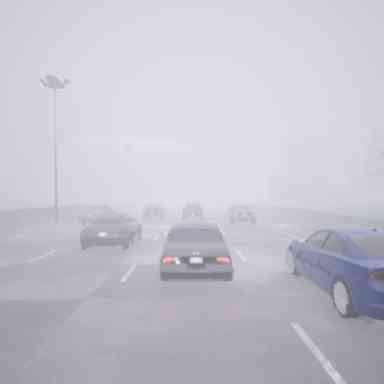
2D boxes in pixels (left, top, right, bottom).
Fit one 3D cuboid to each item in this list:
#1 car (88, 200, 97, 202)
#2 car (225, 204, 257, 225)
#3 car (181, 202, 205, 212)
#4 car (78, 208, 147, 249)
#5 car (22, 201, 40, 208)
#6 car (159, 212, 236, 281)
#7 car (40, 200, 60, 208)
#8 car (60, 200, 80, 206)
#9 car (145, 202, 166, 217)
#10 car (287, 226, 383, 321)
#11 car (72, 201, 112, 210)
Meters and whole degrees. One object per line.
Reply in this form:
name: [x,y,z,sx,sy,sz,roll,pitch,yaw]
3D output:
car: [-17.570,2.152,58.922,1.812,1.442,4.674,0,-1,1]
car: [3.584,1.645,25.071,2.033,1.411,5.357,0,0,0]
car: [0.081,1.650,29.936,1.837,1.490,4.892,0,-1,0]
car: [-3.410,1.591,14.672,1.994,1.385,4.181,0,0,0]
car: [-28.047,2.228,58.798,1.895,1.301,4.718,0,-1,0]
car: [0.093,1.556,9.823,2.033,1.411,5.357,0,0,0]
car: [-24.556,2.152,58.845,1.812,1.442,4.674,0,-1,0]
car: [-21.054,2.183,59.286,2.033,1.411,5.357,0,-1,1]
car: [-3.418,1.682,30.839,1.812,1.442,4.674,0,-1,0]
car: [3.590,1.480,7.370,1.882,1.535,5.008,0,0,0]
car: [-6.916,1.646,25.053,2.033,1.411,5.357,0,0,0]
